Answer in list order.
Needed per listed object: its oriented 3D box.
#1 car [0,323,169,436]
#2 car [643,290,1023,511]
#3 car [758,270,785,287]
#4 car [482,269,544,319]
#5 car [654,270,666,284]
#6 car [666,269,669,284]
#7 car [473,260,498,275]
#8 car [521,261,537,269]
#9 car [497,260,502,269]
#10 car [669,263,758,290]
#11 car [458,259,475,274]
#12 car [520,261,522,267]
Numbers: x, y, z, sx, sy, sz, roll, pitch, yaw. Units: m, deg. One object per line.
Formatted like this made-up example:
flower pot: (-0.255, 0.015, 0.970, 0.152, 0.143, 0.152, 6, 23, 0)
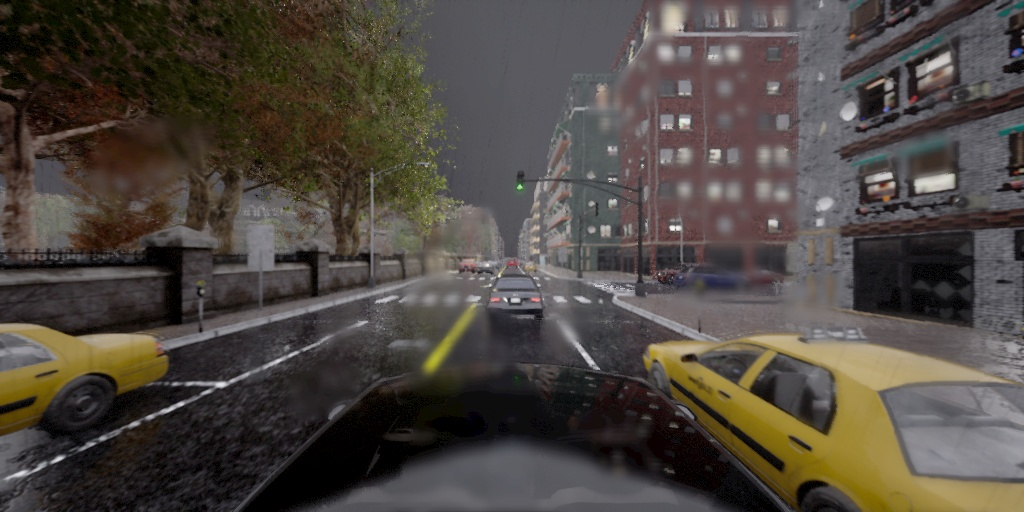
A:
car: (-5.690, 1.283, 2.922, 1.751, 1.417, 4.829, 0, 0, 0)
car: (2.691, 1.283, 3.263, 1.751, 1.417, 4.829, 0, 0, 0)
car: (20.293, 1.828, 30.088, 4.507, 1.381, 1.888, 0, 0, 0)
car: (0.098, 1.359, 13.015, 2.033, 1.411, 5.357, 0, 0, 0)
car: (14.598, 1.494, 30.071, 5.009, 1.841, 2.192, 0, 0, 0)
car: (15.167, 1.733, 27.483, 5.357, 1.411, 2.033, 1, 0, 0)
car: (-3.092, 1.527, 42.804, 2.033, 1.411, 5.357, 0, 0, 0)
car: (2.690, 1.562, 52.363, 1.751, 1.417, 4.829, 0, 0, 0)
car: (-3.048, 1.606, 59.311, 1.812, 1.442, 4.674, 0, 0, 0)
car: (13.526, 1.504, 24.276, 4.553, 1.767, 2.097, 1, 0, -1)
car: (-5.690, 1.317, 46.657, 2.192, 1.841, 5.009, 0, 0, 0)
car: (2.690, 1.616, 57.727, 1.888, 1.381, 4.507, 0, 0, 0)
